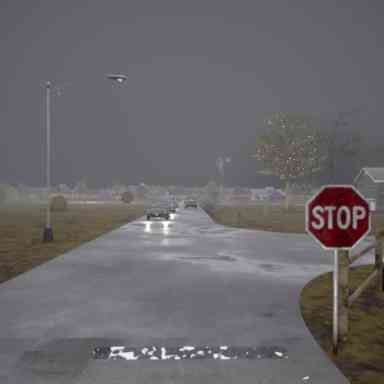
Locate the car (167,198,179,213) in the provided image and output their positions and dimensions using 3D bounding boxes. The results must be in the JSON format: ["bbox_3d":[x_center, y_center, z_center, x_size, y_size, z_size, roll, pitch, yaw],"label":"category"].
[{"bbox_3d":[-3.052,1.576,39.897,2.097,1.767,4.553,0,-1,0],"label":"car"}]

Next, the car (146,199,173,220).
[{"bbox_3d":[-2.964,1.635,29.825,1.837,1.490,4.892,0,-1,-1],"label":"car"}]

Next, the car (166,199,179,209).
[{"bbox_3d":[-3.106,1.864,53.081,1.837,1.490,4.892,0,0,0],"label":"car"}]

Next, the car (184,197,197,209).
[{"bbox_3d":[-0.164,1.845,51.026,1.837,1.490,4.892,0,-1,0],"label":"car"}]
